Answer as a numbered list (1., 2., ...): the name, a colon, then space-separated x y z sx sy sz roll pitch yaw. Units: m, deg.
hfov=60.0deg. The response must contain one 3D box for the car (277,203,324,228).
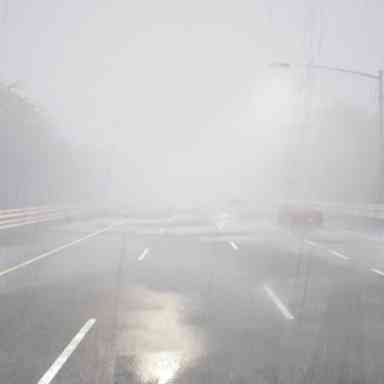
1. car: 7.022 1.498 22.078 1.882 1.535 5.008 0 0 0

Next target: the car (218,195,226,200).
1. car: 8.522 1.522 95.057 1.812 1.442 4.674 0 0 11

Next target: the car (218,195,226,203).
1. car: 7.094 1.524 70.238 1.812 1.442 4.674 0 0 0

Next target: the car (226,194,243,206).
1. car: 7.068 1.535 54.613 1.812 1.442 4.674 0 0 0
